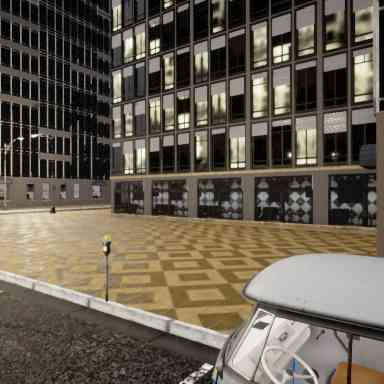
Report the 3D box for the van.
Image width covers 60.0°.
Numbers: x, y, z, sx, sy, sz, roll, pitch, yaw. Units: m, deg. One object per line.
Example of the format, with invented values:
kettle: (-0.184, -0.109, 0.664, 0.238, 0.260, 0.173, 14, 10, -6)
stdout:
van: (1.918, 1.341, 1.510, 3.998, 1.788, 1.690, 0, 0, 35)
